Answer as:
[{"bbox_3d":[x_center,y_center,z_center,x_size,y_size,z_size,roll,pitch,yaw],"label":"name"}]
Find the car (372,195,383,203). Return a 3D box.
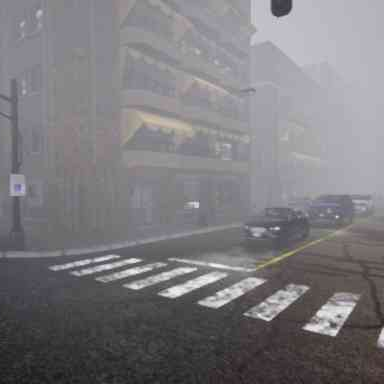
[{"bbox_3d":[38.132,1.407,67.924,1.887,1.381,4.507,-1,-1,35],"label":"car"}]

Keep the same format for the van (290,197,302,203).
[{"bbox_3d":[9.219,1.294,27.299,1.690,1.788,3.998,-1,-1,35],"label":"van"}]

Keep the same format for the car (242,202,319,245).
[{"bbox_3d":[4.045,1.466,15.532,2.128,1.511,4.902,0,0,35],"label":"car"}]

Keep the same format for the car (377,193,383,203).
[{"bbox_3d":[34.916,1.188,63.412,2.192,1.841,5.009,-1,-1,35],"label":"car"}]

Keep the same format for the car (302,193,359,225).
[{"bbox_3d":[10.183,1.178,24.139,2.150,2.045,5.566,0,0,37],"label":"car"}]

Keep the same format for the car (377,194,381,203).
[{"bbox_3d":[31.708,1.466,58.896,1.802,1.307,4.206,-1,-1,35],"label":"car"}]

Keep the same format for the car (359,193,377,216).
[{"bbox_3d":[16.382,1.159,32.842,2.150,2.045,5.566,0,0,36],"label":"car"}]
